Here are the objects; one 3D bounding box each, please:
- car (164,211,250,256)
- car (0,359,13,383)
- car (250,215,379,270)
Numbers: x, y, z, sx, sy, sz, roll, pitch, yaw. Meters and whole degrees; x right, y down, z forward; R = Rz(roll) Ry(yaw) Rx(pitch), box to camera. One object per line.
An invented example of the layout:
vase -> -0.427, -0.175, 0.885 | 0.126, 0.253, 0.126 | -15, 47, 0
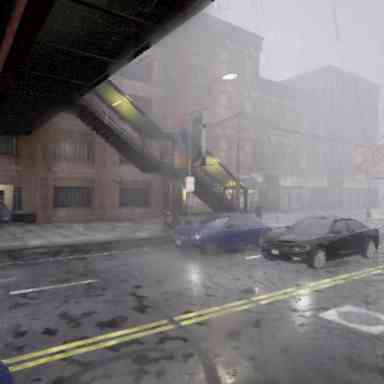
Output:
car -> 1.405, 1.611, 13.595 | 4.674, 1.442, 1.812 | 1, 0, -36
car -> -3.348, 1.508, 1.372 | 4.674, 1.442, 1.812 | 0, 0, -35
car -> 4.559, 1.574, 11.565 | 5.008, 1.535, 1.882 | 1, 0, -36
